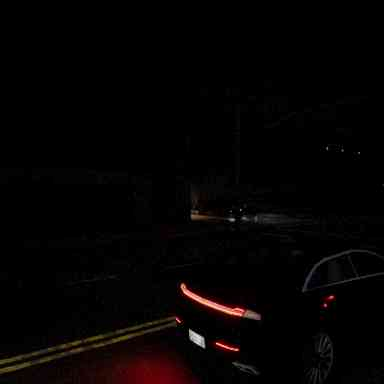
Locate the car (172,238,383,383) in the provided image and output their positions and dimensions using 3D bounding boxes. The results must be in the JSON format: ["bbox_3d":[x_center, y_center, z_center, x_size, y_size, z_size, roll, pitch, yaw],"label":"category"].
[{"bbox_3d":[2.031,1.492,5.279,4.902,1.511,2.128,0,0,-35],"label":"car"}]

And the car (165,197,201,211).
[{"bbox_3d":[-1.215,1.491,42.289,2.128,1.511,4.902,0,0,-37],"label":"car"}]

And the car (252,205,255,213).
[{"bbox_3d":[4.325,1.478,34.869,1.882,1.535,5.008,0,0,-37],"label":"car"}]

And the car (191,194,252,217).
[{"bbox_3d":[2.607,1.221,31.326,2.150,2.045,5.566,0,0,-36],"label":"car"}]
